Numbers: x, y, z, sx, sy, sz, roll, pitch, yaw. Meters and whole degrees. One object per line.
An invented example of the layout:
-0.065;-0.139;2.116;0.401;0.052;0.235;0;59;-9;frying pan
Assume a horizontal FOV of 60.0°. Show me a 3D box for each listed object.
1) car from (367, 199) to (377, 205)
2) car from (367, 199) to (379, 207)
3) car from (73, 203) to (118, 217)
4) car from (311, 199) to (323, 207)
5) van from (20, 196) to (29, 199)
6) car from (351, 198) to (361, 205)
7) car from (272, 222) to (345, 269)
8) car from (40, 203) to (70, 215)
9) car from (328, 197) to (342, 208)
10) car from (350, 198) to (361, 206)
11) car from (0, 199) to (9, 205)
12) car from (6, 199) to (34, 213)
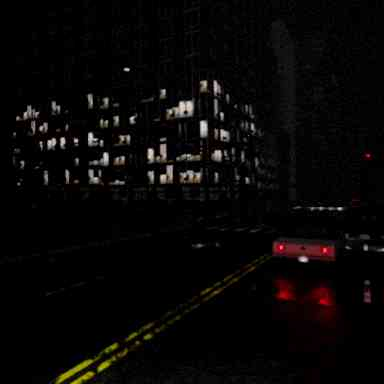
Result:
41.262;2.196;76.226;1.895;1.301;4.718;0;-1;27;car
36.469;2.212;66.942;2.033;1.411;5.357;0;-1;27;car
-9.674;1.845;34.208;4.313;1.339;1.947;0;0;28;car
24.473;2.160;64.967;1.882;1.535;5.008;0;-1;27;car
-25.600;1.513;52.528;3.998;1.788;1.690;0;0;28;van
38.361;2.147;77.692;2.128;1.511;4.902;0;-1;27;car
4.331;1.731;11.805;1.895;1.301;4.718;0;-1;28;car
-14.663;1.847;36.935;4.206;1.307;1.802;0;0;28;car
27.346;1.886;63.451;2.150;2.045;5.566;0;-1;27;car
33.787;2.293;68.832;1.895;1.301;4.718;0;-1;27;car
-30.596;1.739;55.238;4.206;1.307;1.802;0;0;28;car
-19.631;1.818;39.695;4.313;1.339;1.947;0;0;28;car
